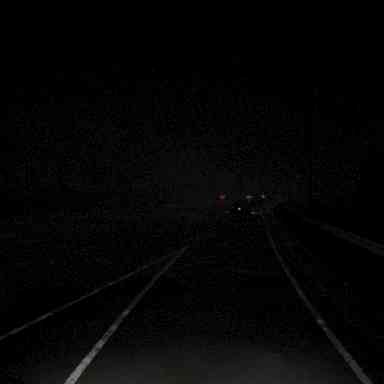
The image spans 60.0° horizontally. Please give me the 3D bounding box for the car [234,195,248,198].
[{"bbox_3d":[12.776,1.566,84.413,1.882,1.535,5.008,0,0,17],"label":"car"}]

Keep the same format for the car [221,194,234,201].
[{"bbox_3d":[9.560,1.601,85.858,1.812,1.442,4.674,0,0,17],"label":"car"}]

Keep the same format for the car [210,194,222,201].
[{"bbox_3d":[6.096,1.563,86.508,1.837,1.490,4.892,0,0,17],"label":"car"}]

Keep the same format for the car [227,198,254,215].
[{"bbox_3d":[5.035,1.603,34.123,1.994,1.385,4.181,0,0,13],"label":"car"}]

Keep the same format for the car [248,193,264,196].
[{"bbox_3d":[16.125,1.326,83.395,2.150,2.045,5.566,0,0,17],"label":"car"}]

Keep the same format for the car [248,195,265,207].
[{"bbox_3d":[10.455,1.596,53.281,1.812,1.442,4.674,0,0,17],"label":"car"}]

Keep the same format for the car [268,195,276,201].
[{"bbox_3d":[20.826,1.629,86.692,1.837,1.490,4.892,0,0,17],"label":"car"}]
